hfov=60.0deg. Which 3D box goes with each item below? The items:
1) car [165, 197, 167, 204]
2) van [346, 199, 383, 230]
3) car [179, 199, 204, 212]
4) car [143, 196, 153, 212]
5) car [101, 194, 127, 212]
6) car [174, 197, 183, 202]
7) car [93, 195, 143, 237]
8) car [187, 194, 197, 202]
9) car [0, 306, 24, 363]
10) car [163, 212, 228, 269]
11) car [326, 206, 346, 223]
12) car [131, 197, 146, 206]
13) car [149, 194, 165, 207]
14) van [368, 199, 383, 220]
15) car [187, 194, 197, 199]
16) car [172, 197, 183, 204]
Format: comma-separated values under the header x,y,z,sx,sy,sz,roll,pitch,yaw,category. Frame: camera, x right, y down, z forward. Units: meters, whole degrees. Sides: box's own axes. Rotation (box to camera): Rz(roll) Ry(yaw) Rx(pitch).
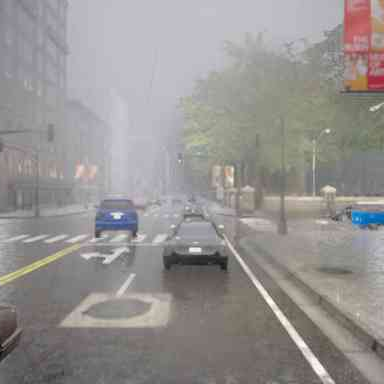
x,y,z,sx,sy,sz,roll,pitch,yaw,category
-6.491,1.751,72.660,2.128,1.511,4.902,0,0,0,car
12.167,1.489,20.797,3.998,1.788,1.690,0,0,1,van
0.105,1.664,30.096,2.033,1.411,5.357,0,0,0,car
-6.580,1.635,42.162,1.882,1.535,5.008,0,0,0,car
-9.843,1.375,42.658,2.150,2.045,5.566,0,1,-1,car
-3.238,1.780,80.958,1.895,1.301,4.718,0,0,0,car
-4.322,1.296,18.665,2.150,2.045,5.566,0,0,-15,car
0.012,1.410,80.959,2.150,2.045,5.566,0,0,0,car
-3.145,1.556,1.926,2.033,1.411,5.357,0,0,0,car
0.172,1.611,11.378,1.994,1.385,4.181,0,0,2,car
13.329,1.683,26.735,4.892,1.490,1.837,0,0,1,car
-9.753,1.694,61.081,1.882,1.535,5.008,0,0,0,car
-6.536,1.426,57.748,2.150,2.045,5.566,0,0,0,car
17.933,1.549,29.244,3.998,1.788,1.690,0,0,1,van
0.011,1.737,70.514,1.837,1.490,4.892,0,0,0,car
-3.240,1.762,70.513,2.128,1.511,4.902,0,0,0,car
